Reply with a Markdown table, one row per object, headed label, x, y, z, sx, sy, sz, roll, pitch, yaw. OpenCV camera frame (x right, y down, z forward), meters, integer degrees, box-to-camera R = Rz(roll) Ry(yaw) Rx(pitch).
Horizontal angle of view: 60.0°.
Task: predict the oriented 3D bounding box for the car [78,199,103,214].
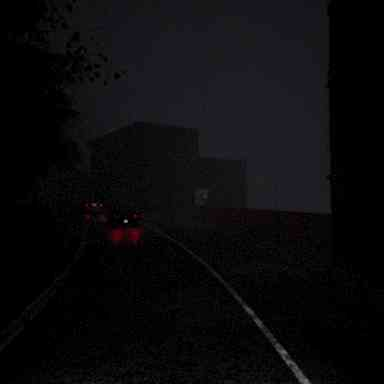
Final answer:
| label | x | y | z | sx | sy | sz | roll | pitch | yaw |
| --- | --- | --- | --- | --- | --- | --- | --- | --- | --- |
| car | -12.201 | 1.589 | 39.847 | 2.097 | 1.767 | 4.553 | 0 | -1 | -29 |

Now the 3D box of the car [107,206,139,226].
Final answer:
| label | x | y | z | sx | sy | sz | roll | pitch | yaw |
| --- | --- | --- | --- | --- | --- | --- | --- | --- | --- |
| car | -5.211 | 1.716 | 24.683 | 1.895 | 1.301 | 4.718 | 0 | 0 | -19 |
